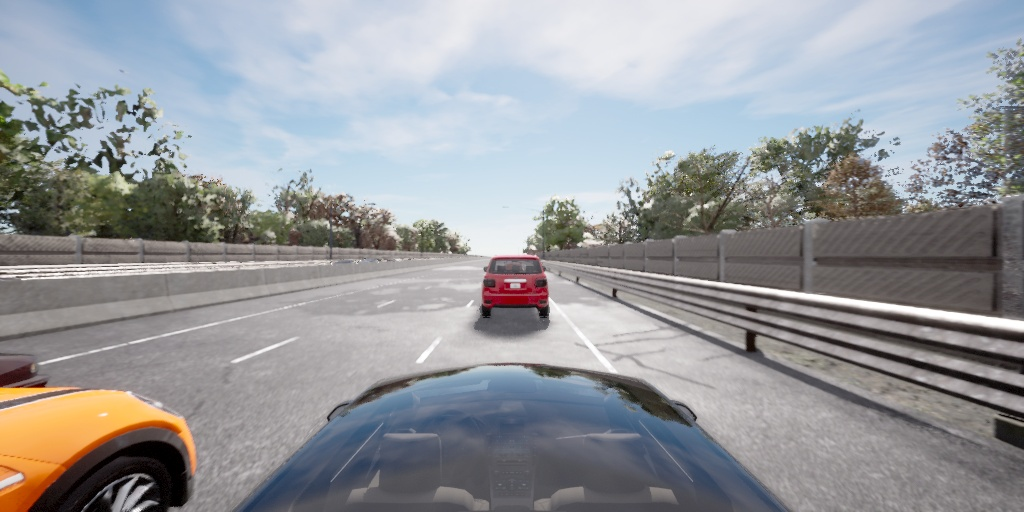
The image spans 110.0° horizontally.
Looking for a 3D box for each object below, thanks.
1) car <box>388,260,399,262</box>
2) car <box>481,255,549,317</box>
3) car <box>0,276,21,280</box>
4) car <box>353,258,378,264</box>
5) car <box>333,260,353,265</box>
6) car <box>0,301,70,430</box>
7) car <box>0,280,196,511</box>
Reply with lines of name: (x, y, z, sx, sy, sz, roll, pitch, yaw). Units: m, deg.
car: (-17.508, 1.271, 52.630, 1.895, 1.301, 4.718, 0, 0, 0)
car: (0.100, 0.973, 13.278, 2.150, 2.045, 5.566, 0, 0, 0)
car: (-17.601, 1.243, 10.553, 2.128, 1.511, 4.902, 0, 0, 0)
car: (-21.008, 1.088, 52.661, 1.812, 1.442, 4.674, 0, 0, 0)
car: (-24.508, 1.305, 52.659, 1.837, 1.490, 4.892, 0, 0, 0)
car: (-6.900, 1.298, 2.092, 2.033, 1.411, 5.357, 0, 0, 0)
car: (-3.399, 1.101, 0.750, 2.097, 1.767, 4.553, 0, 0, 0)
